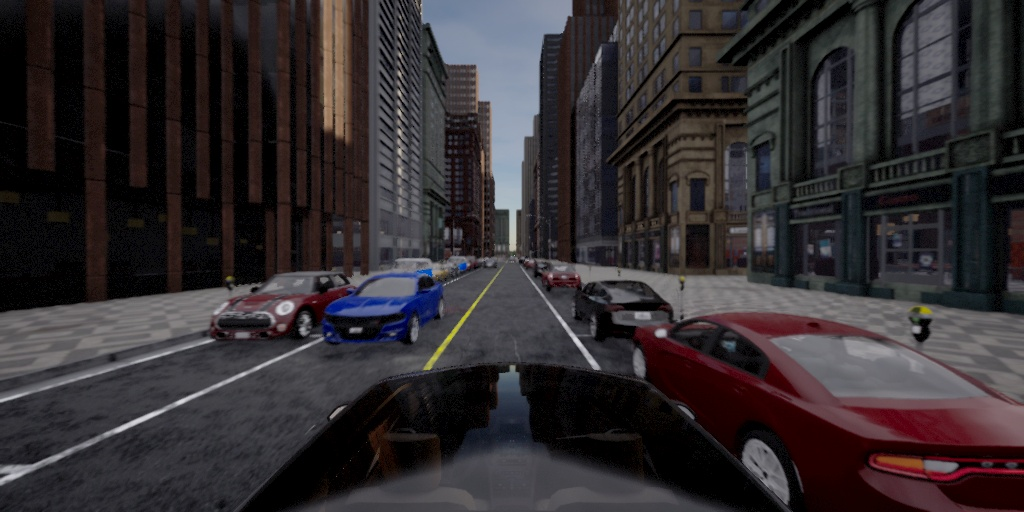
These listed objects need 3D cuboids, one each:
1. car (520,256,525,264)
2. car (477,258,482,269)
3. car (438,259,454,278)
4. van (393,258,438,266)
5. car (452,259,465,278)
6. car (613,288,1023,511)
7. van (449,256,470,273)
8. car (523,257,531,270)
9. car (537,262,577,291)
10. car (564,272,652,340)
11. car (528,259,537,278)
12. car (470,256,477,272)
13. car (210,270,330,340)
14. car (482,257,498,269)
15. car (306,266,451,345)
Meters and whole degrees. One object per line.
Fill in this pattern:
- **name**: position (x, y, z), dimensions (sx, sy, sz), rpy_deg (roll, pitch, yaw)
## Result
- **car**: position (2.760, 1.130, 60.388), dimensions (1.802, 1.307, 4.207), rpy_deg (0, 0, 0)
- **car**: position (-5.764, 0.900, 49.109), dimensions (2.192, 1.841, 5.009), rpy_deg (0, 0, 0)
- **car**: position (-5.763, 1.185, 26.393), dimensions (1.751, 1.417, 4.829), rpy_deg (0, 0, 0)
- **van**: position (-5.763, 1.020, 20.926), dimensions (1.690, 1.789, 3.998), rpy_deg (0, 0, 0)
- **car**: position (-5.764, 1.191, 32.199), dimensions (2.007, 1.370, 4.403), rpy_deg (0, 0, 0)
- **car**: position (2.762, 1.287, 4.026), dimensions (1.888, 1.381, 4.507), rpy_deg (0, 0, 0)
- **van**: position (-5.764, 0.963, 37.836), dimensions (1.690, 1.789, 3.998), rpy_deg (0, 0, 0)
- **car**: position (2.761, 1.167, 49.115), dimensions (1.802, 1.307, 4.207), rpy_deg (0, 0, 0)
- **car**: position (2.762, 1.119, 20.934), dimensions (1.967, 1.591, 4.097), rpy_deg (0, 0, 0)
- **car**: position (2.762, 1.286, 9.662), dimensions (1.948, 1.339, 4.313), rpy_deg (0, 0, 0)
- **car**: position (2.761, 1.206, 32.206), dimensions (1.948, 1.339, 4.313), rpy_deg (0, 0, 0)
- **car**: position (-5.764, 1.043, 43.472), dimensions (1.967, 1.591, 4.097), rpy_deg (0, 0, 0)
- **car**: position (-5.763, 1.161, 9.653), dimensions (1.967, 1.591, 4.097), rpy_deg (0, 0, 0)
- **car**: position (-3.074, 1.070, 51.027), dimensions (2.128, 1.511, 4.902), rpy_deg (0, 0, 0)
- **car**: position (-3.101, 1.199, 9.624), dimensions (1.882, 1.535, 5.008), rpy_deg (0, 0, 0)
